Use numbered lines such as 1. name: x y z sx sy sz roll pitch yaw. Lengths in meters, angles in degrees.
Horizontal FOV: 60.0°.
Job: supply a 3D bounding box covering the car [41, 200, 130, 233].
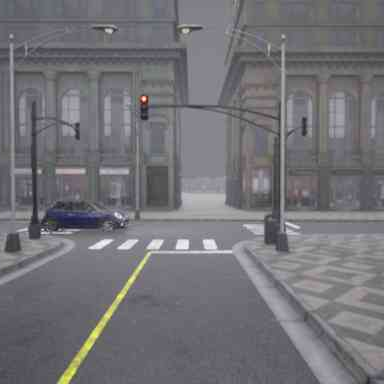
1. car: -5.817 1.252 18.563 4.553 1.767 2.097 0 1 0
